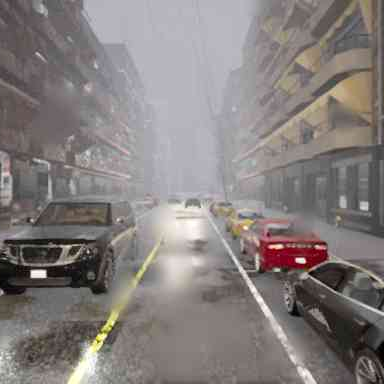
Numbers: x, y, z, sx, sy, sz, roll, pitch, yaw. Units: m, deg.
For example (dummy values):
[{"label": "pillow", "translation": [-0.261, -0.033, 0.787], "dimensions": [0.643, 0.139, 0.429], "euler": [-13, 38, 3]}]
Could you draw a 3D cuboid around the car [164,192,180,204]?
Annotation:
[{"label": "car", "translation": [-2.823, 1.059, 51.968], "dimensions": [1.882, 1.535, 5.008], "euler": [0, 0, 0]}]

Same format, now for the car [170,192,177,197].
[{"label": "car", "translation": [-5.281, 0.800, 95.152], "dimensions": [1.887, 1.381, 4.507], "euler": [1, 0, 0]}]

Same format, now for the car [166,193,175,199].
[{"label": "car", "translation": [-5.280, 0.890, 83.811], "dimensions": [2.008, 1.369, 4.403], "euler": [1, 0, 0]}]

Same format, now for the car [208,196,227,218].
[{"label": "car", "translation": [2.572, 1.302, 27.303], "dimensions": [1.752, 1.417, 4.829], "euler": [1, 0, 0]}]

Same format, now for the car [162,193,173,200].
[{"label": "car", "translation": [-5.279, 0.969, 72.469], "dimensions": [1.887, 1.381, 4.507], "euler": [1, 0, 0]}]

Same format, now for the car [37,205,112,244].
[{"label": "car", "translation": [-5.308, 1.421, 15.762], "dimensions": [2.008, 1.369, 4.403], "euler": [1, 0, 0]}]

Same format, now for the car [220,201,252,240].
[{"label": "car", "translation": [2.573, 1.394, 15.962], "dimensions": [1.752, 1.417, 4.829], "euler": [1, 0, 0]}]

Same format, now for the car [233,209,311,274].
[{"label": "car", "translation": [2.573, 1.461, 10.121], "dimensions": [1.887, 1.381, 4.507], "euler": [1, 0, 0]}]

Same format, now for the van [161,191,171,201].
[{"label": "van", "translation": [-5.276, 0.808, 66.797], "dimensions": [1.690, 1.788, 3.998], "euler": [1, 0, 0]}]

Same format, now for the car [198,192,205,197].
[{"label": "car", "translation": [2.566, 0.800, 95.181], "dimensions": [1.887, 1.381, 4.507], "euler": [1, 0, 0]}]

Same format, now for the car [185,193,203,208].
[{"label": "car", "translation": [0.103, 1.192, 41.189], "dimensions": [1.812, 1.442, 4.674], "euler": [0, 1, 0]}]

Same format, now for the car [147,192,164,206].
[{"label": "car", "translation": [-5.315, 0.959, 44.114], "dimensions": [2.192, 1.841, 5.009], "euler": [1, 0, 0]}]

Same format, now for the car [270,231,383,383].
[{"label": "car", "translation": [2.573, 1.528, 4.451], "dimensions": [1.947, 1.339, 4.313], "euler": [1, 0, 0]}]

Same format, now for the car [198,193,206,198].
[{"label": "car", "translation": [2.567, 0.862, 89.511], "dimensions": [1.947, 1.339, 4.313], "euler": [1, 0, 0]}]

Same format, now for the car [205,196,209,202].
[{"label": "car", "translation": [2.571, 1.315, 32.805], "dimensions": [1.802, 1.307, 4.206], "euler": [1, 0, 0]}]

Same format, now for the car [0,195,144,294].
[{"label": "car", "translation": [-2.853, 1.147, 8.944], "dimensions": [2.150, 2.045, 5.566], "euler": [0, 0, 0]}]

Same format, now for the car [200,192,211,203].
[{"label": "car", "translation": [2.569, 1.105, 55.486], "dimensions": [2.008, 1.369, 4.403], "euler": [1, 0, 0]}]

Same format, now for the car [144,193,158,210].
[{"label": "car", "translation": [-5.315, 1.215, 38.275], "dimensions": [1.752, 1.417, 4.829], "euler": [1, 0, 0]}]

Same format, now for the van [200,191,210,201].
[{"label": "van", "translation": [2.571, 0.808, 66.826], "dimensions": [1.690, 1.788, 3.998], "euler": [1, 0, 0]}]
